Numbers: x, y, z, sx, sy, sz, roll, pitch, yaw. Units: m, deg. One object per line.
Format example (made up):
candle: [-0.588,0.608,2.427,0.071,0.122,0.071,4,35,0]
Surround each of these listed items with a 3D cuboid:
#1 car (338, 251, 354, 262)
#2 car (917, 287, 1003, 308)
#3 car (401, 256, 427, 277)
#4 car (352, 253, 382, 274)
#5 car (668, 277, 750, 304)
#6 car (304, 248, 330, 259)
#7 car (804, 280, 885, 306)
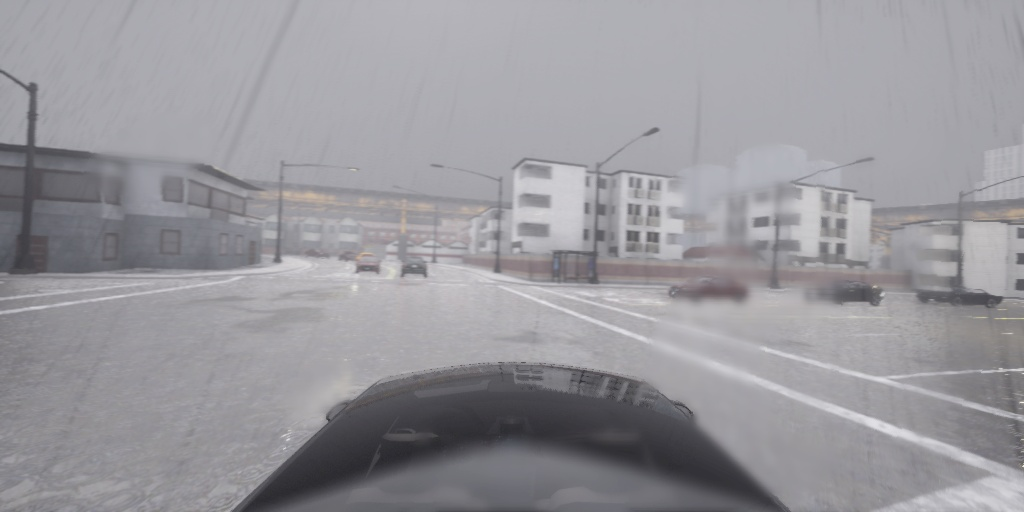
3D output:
car: [-22.247,0.035,48.990,1.812,1.442,4.674,3,0,-42]
car: [31.226,2.866,25.083,4.718,1.301,1.895,2,-1,-9]
car: [-8.422,0.787,30.892,2.097,1.767,4.553,3,1,-16]
car: [-12.650,0.702,31.817,1.882,1.535,5.008,3,1,-18]
car: [11.351,1.911,20.640,4.674,1.442,1.812,3,-1,-14]
car: [-30.219,-0.442,55.658,5.008,1.535,1.882,3,0,34]
car: [21.257,2.317,22.975,4.902,1.511,2.128,3,-1,-13]
